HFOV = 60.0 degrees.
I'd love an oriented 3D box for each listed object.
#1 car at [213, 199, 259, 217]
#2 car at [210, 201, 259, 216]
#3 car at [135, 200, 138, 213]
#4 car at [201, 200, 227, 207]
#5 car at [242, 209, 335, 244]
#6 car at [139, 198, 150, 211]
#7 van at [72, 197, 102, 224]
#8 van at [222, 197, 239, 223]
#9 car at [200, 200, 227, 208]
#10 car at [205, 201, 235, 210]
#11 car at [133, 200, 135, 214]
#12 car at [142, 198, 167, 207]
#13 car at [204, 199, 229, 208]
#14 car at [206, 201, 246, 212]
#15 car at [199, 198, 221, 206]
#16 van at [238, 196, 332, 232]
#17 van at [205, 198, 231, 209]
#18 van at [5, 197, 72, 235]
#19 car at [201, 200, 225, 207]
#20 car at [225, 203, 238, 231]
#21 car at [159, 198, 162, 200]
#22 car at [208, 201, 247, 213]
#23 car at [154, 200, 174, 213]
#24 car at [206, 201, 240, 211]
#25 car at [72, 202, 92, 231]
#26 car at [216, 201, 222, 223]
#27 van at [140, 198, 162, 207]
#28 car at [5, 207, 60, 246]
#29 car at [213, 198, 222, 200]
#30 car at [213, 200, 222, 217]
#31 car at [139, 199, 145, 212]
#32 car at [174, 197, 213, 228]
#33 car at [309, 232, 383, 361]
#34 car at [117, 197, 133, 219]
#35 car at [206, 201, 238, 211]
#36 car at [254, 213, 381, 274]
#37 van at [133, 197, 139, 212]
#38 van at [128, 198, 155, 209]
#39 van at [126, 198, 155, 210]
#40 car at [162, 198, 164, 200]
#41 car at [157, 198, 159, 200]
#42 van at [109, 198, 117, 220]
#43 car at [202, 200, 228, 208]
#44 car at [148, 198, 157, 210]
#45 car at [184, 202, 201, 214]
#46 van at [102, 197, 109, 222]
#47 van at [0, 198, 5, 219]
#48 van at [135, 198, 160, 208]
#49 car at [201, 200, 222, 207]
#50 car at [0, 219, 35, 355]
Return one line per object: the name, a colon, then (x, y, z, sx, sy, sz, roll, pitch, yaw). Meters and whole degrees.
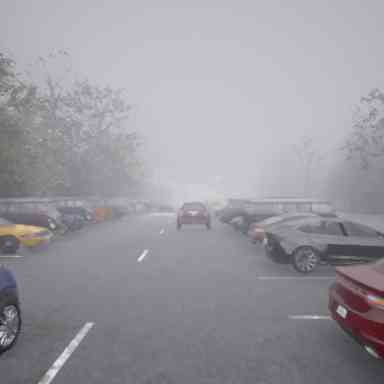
car: (4.574, 1.670, 35.113, 4.553, 1.767, 2.185, 0, -1, 0)
car: (4.728, 1.843, 37.886, 5.366, 1.575, 1.946, 0, -1, 0)
car: (-8.535, 1.836, 35.232, 4.674, 1.452, 2.002, 0, -1, 0)
car: (4.731, 2.487, 71.063, 5.366, 1.575, 1.946, 0, -2, 0)
car: (4.538, 1.549, 12.923, 4.674, 1.452, 2.002, 0, 0, 0)
car: (-8.531, 1.948, 43.541, 5.008, 1.535, 2.097, 0, -1, 0)
van: (-8.422, 1.315, 21.254, 4.442, 1.987, 1.878, 0, -1, 0)
van: (4.658, 1.367, 24.012, 4.442, 1.987, 1.878, 0, -1, 0)
car: (4.360, 2.421, 68.411, 5.366, 1.575, 1.946, 0, -1, 0)
car: (4.573, 2.179, 54.540, 4.792, 1.488, 2.163, 0, -1, 0)
car: (-8.532, 1.745, 32.462, 5.008, 1.535, 2.097, 0, -1, 0)
car: (-8.562, 2.388, 76.773, 5.566, 2.045, 2.435, 0, -2, 0)
car: (4.514, 2.179, 62.868, 4.553, 1.767, 2.185, 0, -1, 0)
car: (4.729, 1.995, 46.213, 5.366, 1.575, 1.946, 0, -1, 0)
car: (4.518, 2.613, 85.066, 5.566, 2.045, 2.435, 0, -2, 0)
van: (4.658, 1.289, 15.700, 4.442, 1.987, 1.878, 0, 0, 0)
van: (4.428, 1.975, 57.320, 4.442, 1.987, 1.878, 0, -1, 0)
van: (-8.422, 1.288, 15.863, 4.442, 1.987, 1.878, 0, 0, 0)
car: (4.731, 2.637, 76.734, 5.366, 1.575, 1.946, 0, -2, 0)
car: (4.512, 1.551, 18.481, 4.792, 1.488, 2.163, 0, -1, 0)
car: (-8.540, 2.251, 60.159, 5.008, 1.535, 2.097, 0, -1, 0)
car: (4.537, 1.948, 43.438, 4.892, 1.521, 2.231, 0, -1, 0)
car: (-3.582, 2.099, 45.182, 1.895, 1.301, 4.718, 0, -1, 0)
car: (4.573, 2.078, 48.989, 4.792, 1.488, 2.163, 0, -1, 0)
car: (-8.544, 1.520, 18.633, 5.008, 1.535, 2.097, 0, 0, 0)
car: (4.539, 1.683, 26.783, 4.674, 1.452, 2.002, 0, -1, 0)
van: (-8.651, 2.264, 71.111, 4.442, 1.987, 1.878, 0, -1, 0)
car: (-8.354, 1.505, 13.094, 5.366, 1.575, 1.946, 0, 0, 0)
car: (4.574, 1.619, 32.337, 4.553, 1.767, 2.185, 0, -1, 0)
car: (4.548, 1.694, 29.559, 5.008, 1.535, 2.097, 0, -1, 0)
car: (-8.539, 1.935, 40.646, 4.674, 1.452, 2.002, 0, -1, 0)
car: (0.101, 1.440, 22.757, 2.097, 1.767, 4.553, 0, -1, 0)
car: (4.535, 1.491, 4.595, 5.008, 1.535, 2.097, 0, 0, 0)
car: (-8.509, 1.441, 29.572, 5.566, 2.045, 2.435, 0, -1, 0)
car: (4.573, 2.129, 51.764, 4.792, 1.488, 2.163, 0, -1, 0)
car: (4.571, 1.532, 10.146, 4.792, 1.488, 2.163, 0, 0, 0)
van: (-8.654, 1.619, 37.880, 4.442, 1.987, 1.878, 0, -1, 0)
van: (-8.652, 1.975, 57.394, 4.442, 1.987, 1.878, 0, -1, 0)
van: (-8.419, 1.924, 54.624, 4.442, 1.987, 1.878, 0, -1, 0)
car: (-8.564, 2.390, 65.695, 4.792, 1.488, 2.163, 0, -1, 0)
car: (-8.508, 1.848, 51.856, 5.566, 2.045, 2.435, 0, -1, 0)
van: (-8.655, 1.416, 26.802, 4.442, 1.987, 1.878, 0, -1, 0)
car: (4.551, 2.362, 65.644, 4.892, 1.521, 2.231, 0, -1, 0)
car: (-8.508, 1.798, 49.086, 5.566, 2.045, 2.435, 0, -1, 0)
car: (0.104, 1.989, 41.201, 1.994, 1.385, 4.181, 0, -1, 0)
van: (-8.654, 1.368, 24.157, 4.442, 1.987, 1.878, 0, -1, 0)
van: (-8.656, 1.276, 10.323, 4.442, 1.987, 1.878, 0, 0, 0)
van: (-8.427, 2.079, 62.949, 4.442, 1.987, 1.878, 0, -1, 0)
car: (4.540, 2.716, 79.509, 4.892, 1.521, 2.231, 0, -2, 0)
car: (-3.599, 1.359, 3.055, 2.097, 1.767, 4.553, 0, 0, 0)
